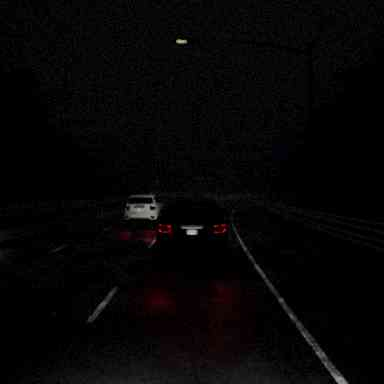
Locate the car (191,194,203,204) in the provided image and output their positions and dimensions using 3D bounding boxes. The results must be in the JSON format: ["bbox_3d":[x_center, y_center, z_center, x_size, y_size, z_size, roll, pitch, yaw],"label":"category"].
[{"bbox_3d":[0.911,1.234,59.550,2.097,1.767,4.553,0,0,1],"label":"car"}]

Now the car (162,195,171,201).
[{"bbox_3d":[-5.968,1.469,78.262,1.895,1.301,4.718,0,0,0],"label":"car"}]

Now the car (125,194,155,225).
[{"bbox_3d":[-3.268,1.184,23.744,2.150,2.045,5.566,0,0,1],"label":"car"}]

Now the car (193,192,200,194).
[{"bbox_3d":[0.679,1.254,47.703,2.097,1.767,4.553,0,0,1],"label":"car"}]

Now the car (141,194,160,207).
[{"bbox_3d":[-6.178,1.236,49.825,2.097,1.767,4.553,0,0,1],"label":"car"}]

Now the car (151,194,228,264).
[{"bbox_3d":[0.020,1.213,11.989,2.150,2.045,5.566,0,0,0],"label":"car"}]

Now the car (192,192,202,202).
[{"bbox_3d":[1.043,1.106,75.630,2.150,2.045,5.566,0,0,0],"label":"car"}]
